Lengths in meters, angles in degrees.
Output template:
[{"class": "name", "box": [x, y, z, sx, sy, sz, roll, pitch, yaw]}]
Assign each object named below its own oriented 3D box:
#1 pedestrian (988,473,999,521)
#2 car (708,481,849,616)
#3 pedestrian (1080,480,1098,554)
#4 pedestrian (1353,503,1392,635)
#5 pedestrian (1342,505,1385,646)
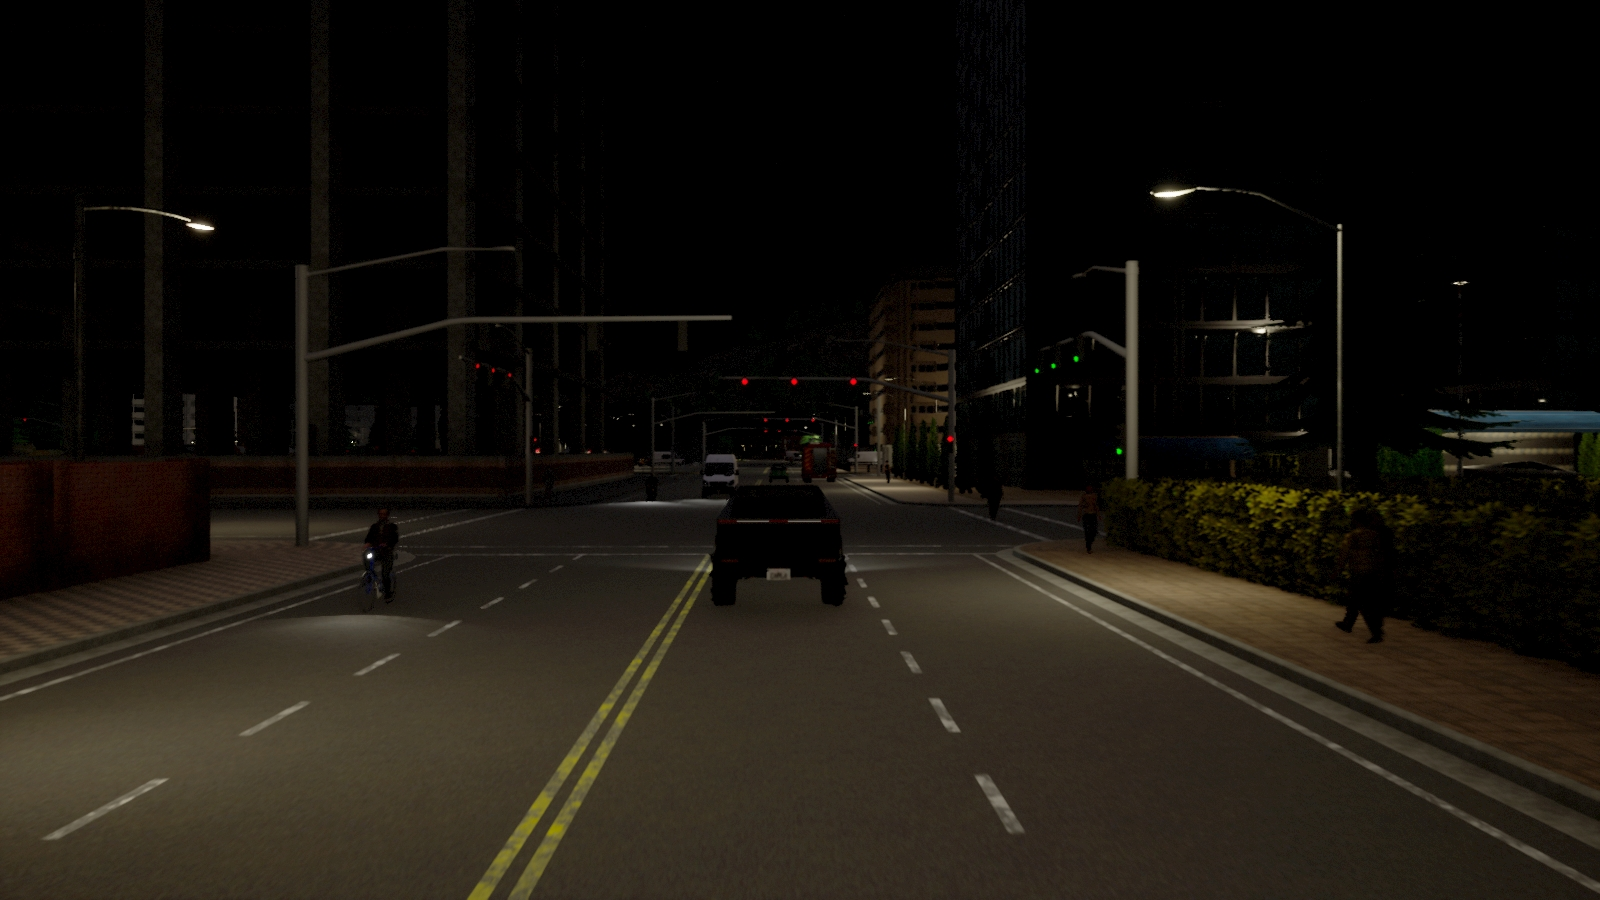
[{"class": "pedestrian", "box": [7.562, 1.848, 44.618, 0.375, 1.860, 0.375, 0, 0, 1]}, {"class": "car", "box": [-0.418, 1.754, 22.476, 2.390, 2.098, 6.274, 0, 0, -1]}, {"class": "pedestrian", "box": [7.349, 1.696, 29.093, 0.375, 1.860, 0.375, 0, 0, 1]}, {"class": "pedestrian", "box": [8.240, 1.695, 16.444, 0.375, 1.860, 0.375, 0, 0, 0]}, {"class": "pedestrian", "box": [7.669, 1.694, 15.556, 0.375, 1.860, 0.375, 0, 0, -15]}]
